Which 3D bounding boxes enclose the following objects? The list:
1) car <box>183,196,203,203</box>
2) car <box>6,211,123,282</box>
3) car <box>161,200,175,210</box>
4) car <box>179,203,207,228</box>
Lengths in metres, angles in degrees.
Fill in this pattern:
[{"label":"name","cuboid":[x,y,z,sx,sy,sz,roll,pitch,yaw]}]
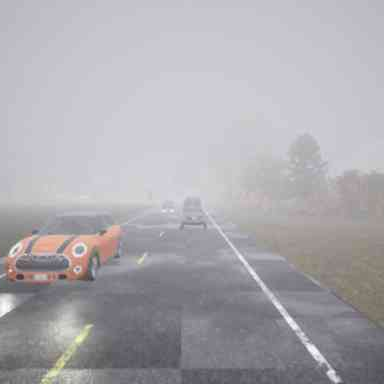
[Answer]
[{"label":"car","cuboid":[0.075,1.533,39.983,2.150,2.045,5.566,0,0,0]},{"label":"car","cuboid":[-3.542,1.436,10.085,2.097,1.767,4.553,0,0,1]},{"label":"car","cuboid":[-3.511,1.931,50.596,2.033,1.411,5.357,0,0,1]},{"label":"car","cuboid":[0.096,1.737,23.553,2.033,1.411,5.357,0,0,-1]}]
